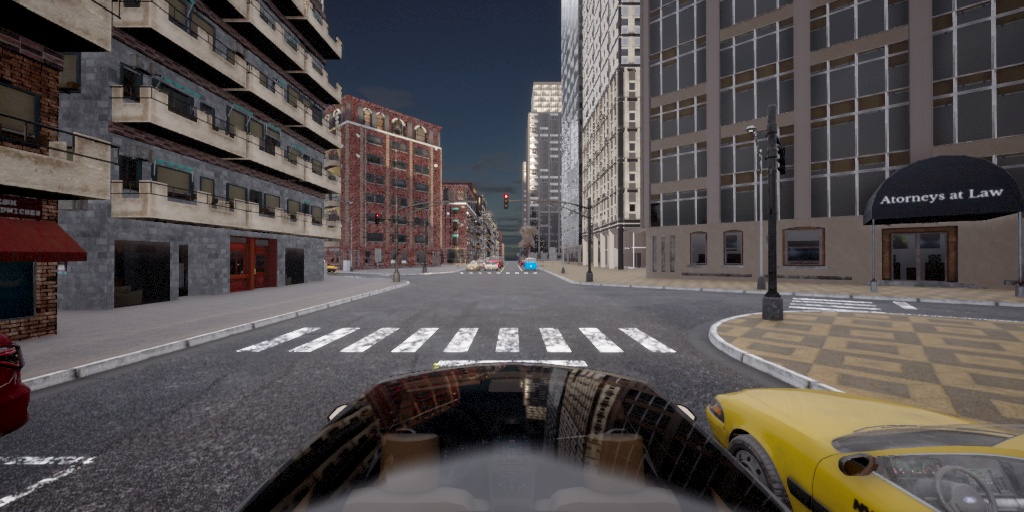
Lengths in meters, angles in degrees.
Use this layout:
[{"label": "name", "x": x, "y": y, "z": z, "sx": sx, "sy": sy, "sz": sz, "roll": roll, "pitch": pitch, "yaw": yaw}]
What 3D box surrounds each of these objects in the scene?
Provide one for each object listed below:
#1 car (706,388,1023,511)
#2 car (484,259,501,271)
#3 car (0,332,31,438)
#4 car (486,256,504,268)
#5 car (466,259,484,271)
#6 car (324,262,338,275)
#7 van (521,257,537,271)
[{"label": "car", "x": 2.566, "y": 1.275, "z": 1.258, "sx": 1.751, "sy": 1.417, "sz": 4.829, "roll": 0, "pitch": 0, "yaw": 0}, {"label": "car", "x": -2.871, "y": 1.396, "z": 50.192, "sx": 1.895, "sy": 1.301, "sz": 4.718, "roll": 0, "pitch": 0, "yaw": -2}, {"label": "car", "x": -5.314, "y": 1.065, "z": 1.078, "sx": 2.192, "sy": 1.841, "sz": 5.009, "roll": 0, "pitch": 0, "yaw": 0}, {"label": "car", "x": -2.858, "y": 1.037, "z": 59.699, "sx": 2.150, "sy": 2.045, "sz": 5.566, "roll": 0, "pitch": 0, "yaw": 0}, {"label": "car", "x": -5.337, "y": 1.320, "z": 49.908, "sx": 1.751, "sy": 1.417, "sz": 4.829, "roll": 0, "pitch": 0, "yaw": 0}, {"label": "car", "x": -21.877, "y": 1.423, "z": 41.341, "sx": 5.008, "sy": 1.535, "sz": 1.882, "roll": 0, "pitch": -1, "yaw": 41}, {"label": "van", "x": 2.543, "y": 1.136, "z": 50.081, "sx": 1.690, "sy": 1.789, "sz": 3.998, "roll": 0, "pitch": 0, "yaw": 0}]
